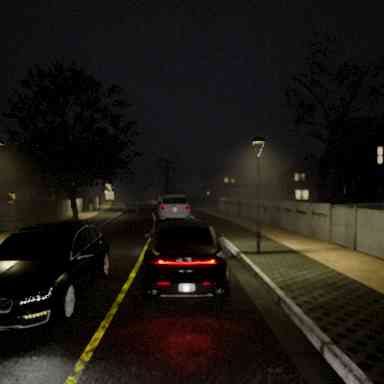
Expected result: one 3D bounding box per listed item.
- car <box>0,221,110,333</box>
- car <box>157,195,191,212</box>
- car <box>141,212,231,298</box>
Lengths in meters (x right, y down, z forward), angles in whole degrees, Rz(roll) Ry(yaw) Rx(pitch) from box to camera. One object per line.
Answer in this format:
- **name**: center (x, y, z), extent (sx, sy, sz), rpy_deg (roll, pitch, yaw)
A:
- **car**: center (-3.054, 1.474, 7.177), extent (1.837, 1.490, 4.892), rpy_deg (0, 1, -2)
- **car**: center (-1.327, 1.210, 24.350), extent (2.150, 2.045, 5.566), rpy_deg (0, 0, -5)
- **car**: center (-0.188, 1.475, 8.431), extent (1.837, 1.490, 4.892), rpy_deg (0, 0, -2)
